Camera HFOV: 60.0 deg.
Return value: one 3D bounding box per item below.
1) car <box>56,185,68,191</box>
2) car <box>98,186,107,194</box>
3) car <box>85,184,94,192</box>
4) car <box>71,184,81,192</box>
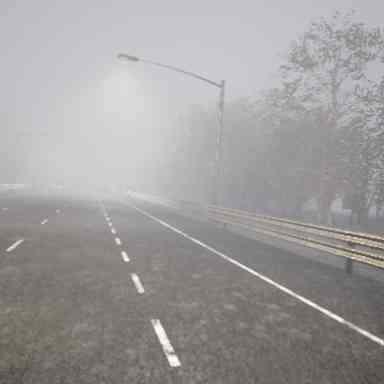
[{"bbox_3d":[-34.021,-1.058,86.256,2.128,1.511,4.902,4,0,-17],"label":"car"},{"bbox_3d":[-23.983,-0.660,89.326,2.150,2.045,5.566,4,0,-17],"label":"car"},{"bbox_3d":[-27.458,-0.602,88.683,1.812,1.442,4.674,4,0,-17],"label":"car"},{"bbox_3d":[-30.801,-0.806,87.669,1.994,1.385,4.181,4,0,-17],"label":"car"}]
